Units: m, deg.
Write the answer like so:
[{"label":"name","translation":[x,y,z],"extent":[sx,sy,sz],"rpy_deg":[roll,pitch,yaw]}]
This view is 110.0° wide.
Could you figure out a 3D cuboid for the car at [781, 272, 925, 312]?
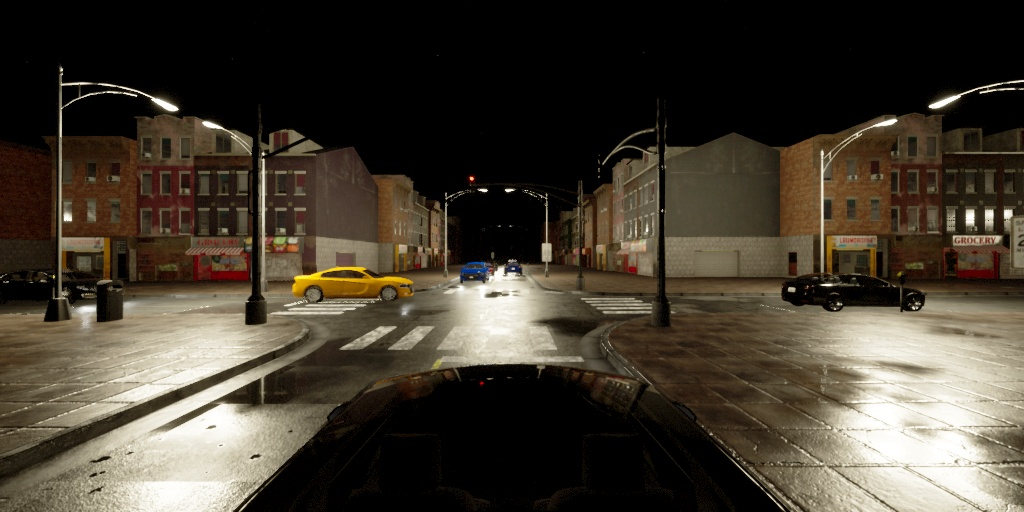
[{"label":"car","translation":[12.359,1.266,13.169],"extent":[4.313,1.339,1.948],"rpy_deg":[0,0,0]}]

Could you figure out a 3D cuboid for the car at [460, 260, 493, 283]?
[{"label":"car","translation":[-2.822,1.238,27.913],"extent":[1.882,1.535,5.008],"rpy_deg":[0,0,1]}]

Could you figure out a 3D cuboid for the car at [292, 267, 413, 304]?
[{"label":"car","translation":[-7.023,1.246,16.155],"extent":[5.008,1.535,1.882],"rpy_deg":[0,0,-7]}]

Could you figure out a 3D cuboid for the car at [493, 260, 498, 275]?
[{"label":"car","translation":[-2.833,1.332,37.864],"extent":[1.994,1.385,4.181],"rpy_deg":[0,0,0]}]

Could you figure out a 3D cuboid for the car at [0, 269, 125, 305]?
[{"label":"car","translation":[-20.048,1.316,15.751],"extent":[4.892,1.490,1.837],"rpy_deg":[0,0,0]}]

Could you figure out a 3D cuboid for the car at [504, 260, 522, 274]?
[{"label":"car","translation":[0.126,1.334,40.947],"extent":[1.994,1.385,4.181],"rpy_deg":[0,0,0]}]
